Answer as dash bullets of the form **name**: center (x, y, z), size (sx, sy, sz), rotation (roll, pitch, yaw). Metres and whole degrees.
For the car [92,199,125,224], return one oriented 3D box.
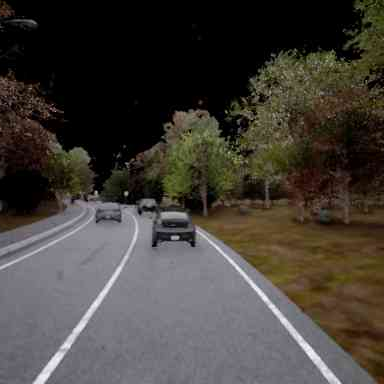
- **car**: center (-6.180, 1.506, 25.040), size (1.837, 1.490, 4.892), rotation (1, 0, -11)

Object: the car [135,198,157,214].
- **car**: center (-4.863, 1.411, 35.452), size (2.097, 1.767, 4.553), rotation (1, 0, -15)

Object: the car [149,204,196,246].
- **car**: center (-0.933, 1.541, 15.389), size (1.837, 1.490, 4.892), rotation (1, 0, -7)

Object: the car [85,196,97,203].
- **car**: center (-19.301, 1.416, 63.563), size (1.994, 1.385, 4.181), rotation (2, 0, -23)
